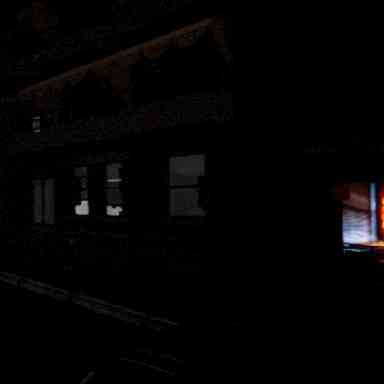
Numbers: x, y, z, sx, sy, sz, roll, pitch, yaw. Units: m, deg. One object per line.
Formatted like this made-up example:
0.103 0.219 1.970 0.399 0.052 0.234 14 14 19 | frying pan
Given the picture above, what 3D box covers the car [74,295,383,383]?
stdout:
0.943 1.439 2.030 4.097 1.590 1.967 0 -1 36 | car
